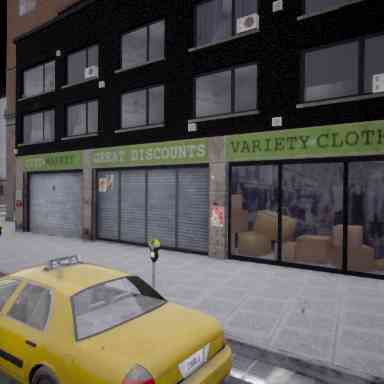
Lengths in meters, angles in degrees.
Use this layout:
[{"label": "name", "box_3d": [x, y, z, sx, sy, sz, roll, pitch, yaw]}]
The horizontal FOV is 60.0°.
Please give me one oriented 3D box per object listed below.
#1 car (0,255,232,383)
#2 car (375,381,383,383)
[{"label": "car", "box_3d": [-1.855, 1.524, 4.416, 4.829, 1.417, 1.752, 0, 1, 36]}, {"label": "car", "box_3d": [2.829, 1.551, 1.071, 4.403, 1.369, 2.008, 0, 1, 36]}]
